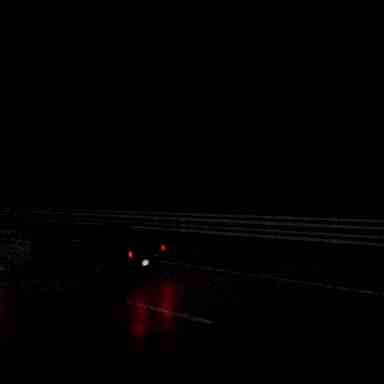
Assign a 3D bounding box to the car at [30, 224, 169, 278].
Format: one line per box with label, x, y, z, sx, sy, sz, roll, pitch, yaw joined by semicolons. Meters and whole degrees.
car;-3.088;1.684;10.497;4.718;1.301;1.895;-1;0;36
